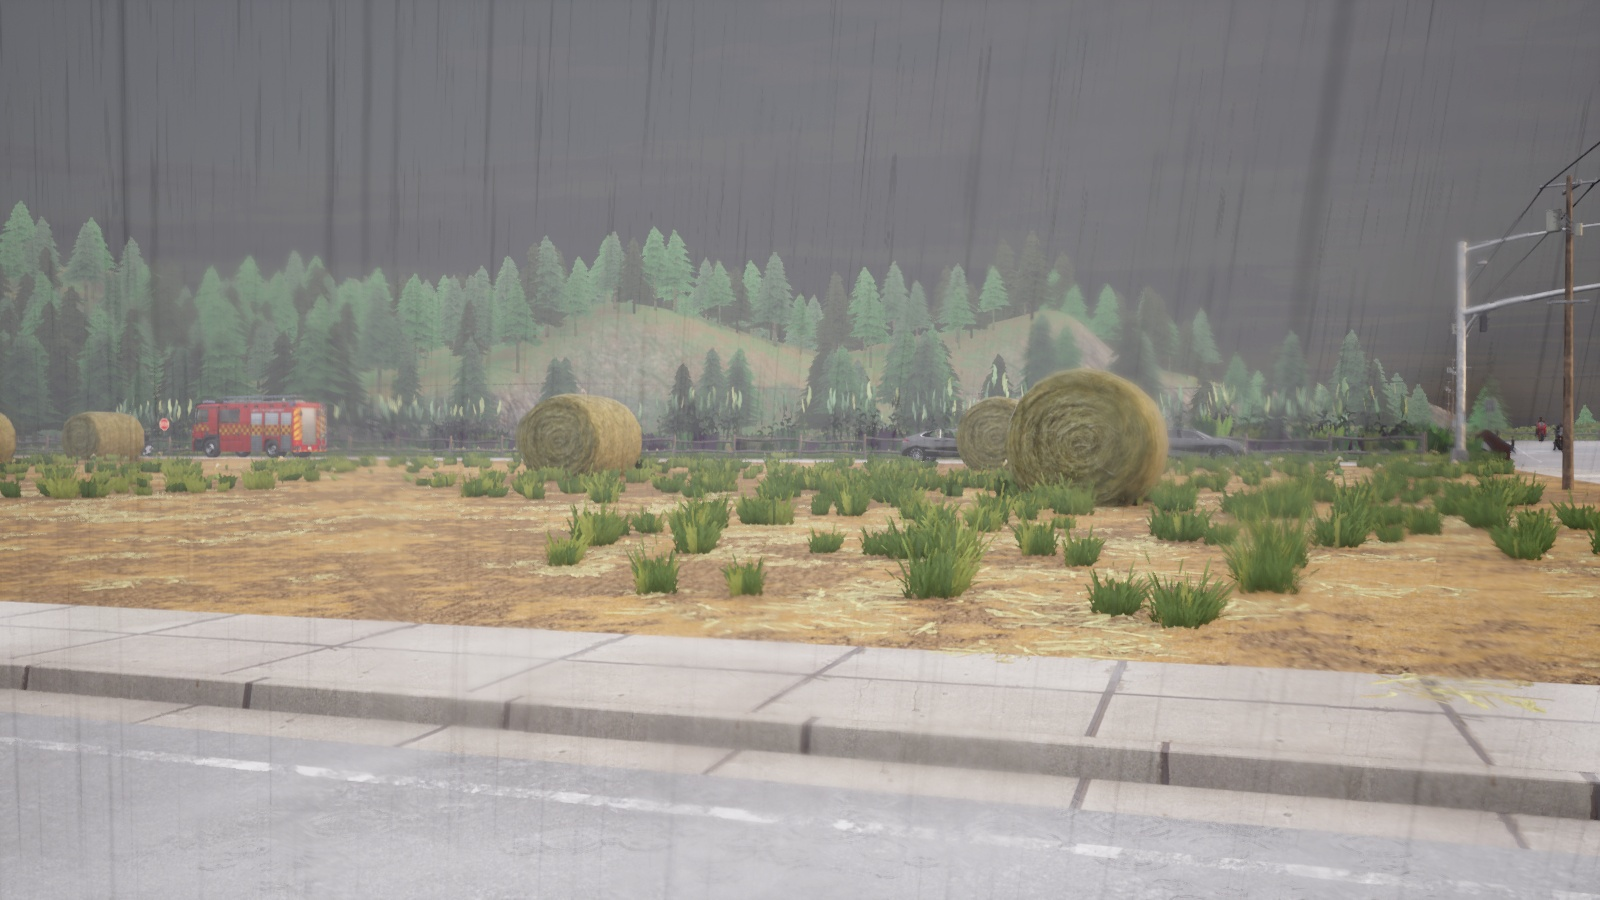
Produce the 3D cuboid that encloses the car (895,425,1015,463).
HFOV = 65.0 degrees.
[{"bbox_3d":[7.087,-0.290,57.402,5.027,1.651,2.152,1,1,22],"label":"car"}]

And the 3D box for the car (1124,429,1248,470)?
[{"bbox_3d":[16.468,-0.046,53.532,4.856,1.649,2.033,1,1,22],"label":"car"}]

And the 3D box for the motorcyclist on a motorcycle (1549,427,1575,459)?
[{"bbox_3d":[38.603,-0.364,63.653,0.866,1.530,2.191,1,4,25],"label":"motorcyclist on a motorcycle"}]

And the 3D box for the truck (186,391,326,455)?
[{"bbox_3d":[-33.823,-1.696,78.049,8.468,3.827,2.891,1,1,22],"label":"truck"}]
